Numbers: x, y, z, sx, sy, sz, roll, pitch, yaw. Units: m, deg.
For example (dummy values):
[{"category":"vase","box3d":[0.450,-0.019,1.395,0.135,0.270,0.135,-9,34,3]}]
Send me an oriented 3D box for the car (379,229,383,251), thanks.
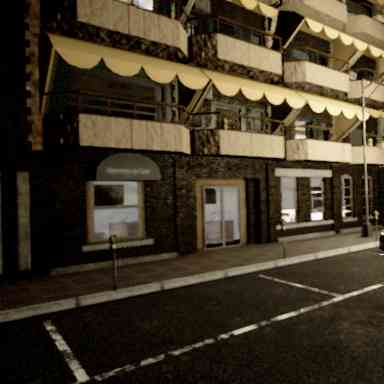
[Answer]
[{"category":"car","box3d":[8.679,1.378,12.232,4.097,1.590,1.967,-1,-1,-34]}]
